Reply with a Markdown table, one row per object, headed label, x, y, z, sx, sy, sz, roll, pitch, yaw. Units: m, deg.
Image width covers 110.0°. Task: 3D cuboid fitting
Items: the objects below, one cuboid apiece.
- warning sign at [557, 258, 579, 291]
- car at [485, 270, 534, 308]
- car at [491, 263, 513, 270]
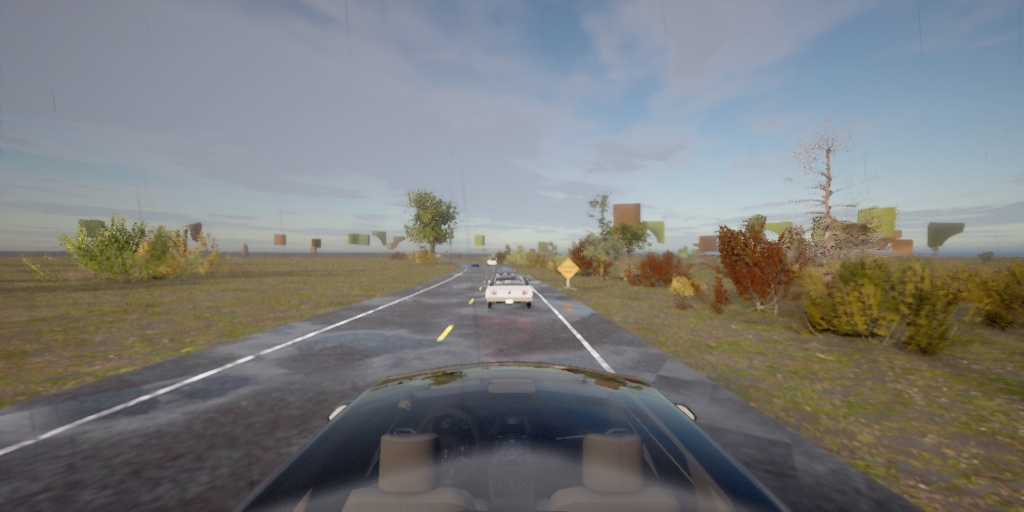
| label | x | y | z | sx | sy | sz | roll | pitch | yaw |
| --- | --- | --- | --- | --- | --- | --- | --- | --- | --- |
| warning sign | 3.282 | 1.036 | 21.016 | 1.300 | 1.860 | 1.060 | 0 | 0 | -2 |
| car | -0.142 | 1.481 | 16.019 | 1.895 | 1.301 | 4.718 | 0 | 0 | -1 |
| car | -0.638 | 1.554 | 30.934 | 2.033 | 1.411 | 5.357 | 0 | 0 | -3 |
